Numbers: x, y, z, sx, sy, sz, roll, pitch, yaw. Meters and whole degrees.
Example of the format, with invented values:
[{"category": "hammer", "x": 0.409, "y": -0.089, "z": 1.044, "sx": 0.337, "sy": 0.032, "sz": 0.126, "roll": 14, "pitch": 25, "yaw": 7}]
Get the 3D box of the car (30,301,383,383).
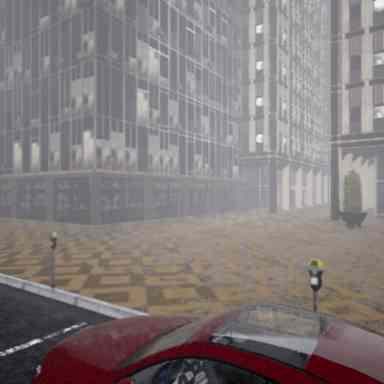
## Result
[{"category": "car", "x": 0.426, "y": 1.592, "z": 2.562, "sx": 4.206, "sy": 1.307, "sz": 1.802, "roll": -1, "pitch": 0, "yaw": 36}]
